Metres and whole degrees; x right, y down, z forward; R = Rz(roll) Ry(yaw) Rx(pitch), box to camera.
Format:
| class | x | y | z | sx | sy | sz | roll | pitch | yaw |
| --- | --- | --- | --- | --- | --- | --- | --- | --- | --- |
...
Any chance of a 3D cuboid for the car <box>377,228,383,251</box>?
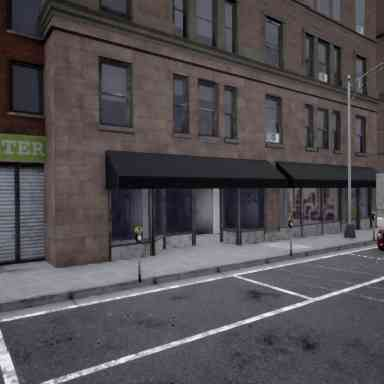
| class | x | y | z | sx | sy | sz | roll | pitch | yaw |
| --- | --- | --- | --- | --- | --- | --- | --- | --- | --- |
| car | 8.899 | 1.541 | 12.894 | 4.507 | 1.381 | 1.887 | 0 | -1 | -36 |
